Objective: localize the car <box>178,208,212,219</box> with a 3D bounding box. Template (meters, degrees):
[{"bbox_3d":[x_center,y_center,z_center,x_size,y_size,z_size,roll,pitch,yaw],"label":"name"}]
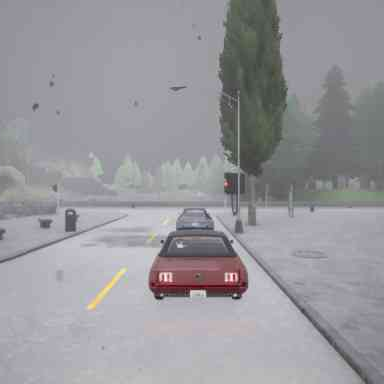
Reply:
[{"bbox_3d":[0.157,1.564,18.413,1.994,1.385,4.181,0,0,0],"label":"car"}]

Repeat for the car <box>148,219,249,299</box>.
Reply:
[{"bbox_3d":[0.125,1.601,8.373,1.895,1.301,4.718,0,0,0],"label":"car"}]
